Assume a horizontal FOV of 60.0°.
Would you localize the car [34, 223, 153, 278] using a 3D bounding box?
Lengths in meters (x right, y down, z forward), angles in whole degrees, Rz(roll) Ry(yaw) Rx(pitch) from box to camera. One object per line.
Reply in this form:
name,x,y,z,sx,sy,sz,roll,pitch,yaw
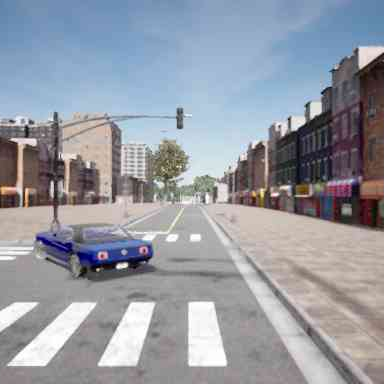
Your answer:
car,-3.271,1.607,10.292,1.895,1.301,4.718,1,0,-41
